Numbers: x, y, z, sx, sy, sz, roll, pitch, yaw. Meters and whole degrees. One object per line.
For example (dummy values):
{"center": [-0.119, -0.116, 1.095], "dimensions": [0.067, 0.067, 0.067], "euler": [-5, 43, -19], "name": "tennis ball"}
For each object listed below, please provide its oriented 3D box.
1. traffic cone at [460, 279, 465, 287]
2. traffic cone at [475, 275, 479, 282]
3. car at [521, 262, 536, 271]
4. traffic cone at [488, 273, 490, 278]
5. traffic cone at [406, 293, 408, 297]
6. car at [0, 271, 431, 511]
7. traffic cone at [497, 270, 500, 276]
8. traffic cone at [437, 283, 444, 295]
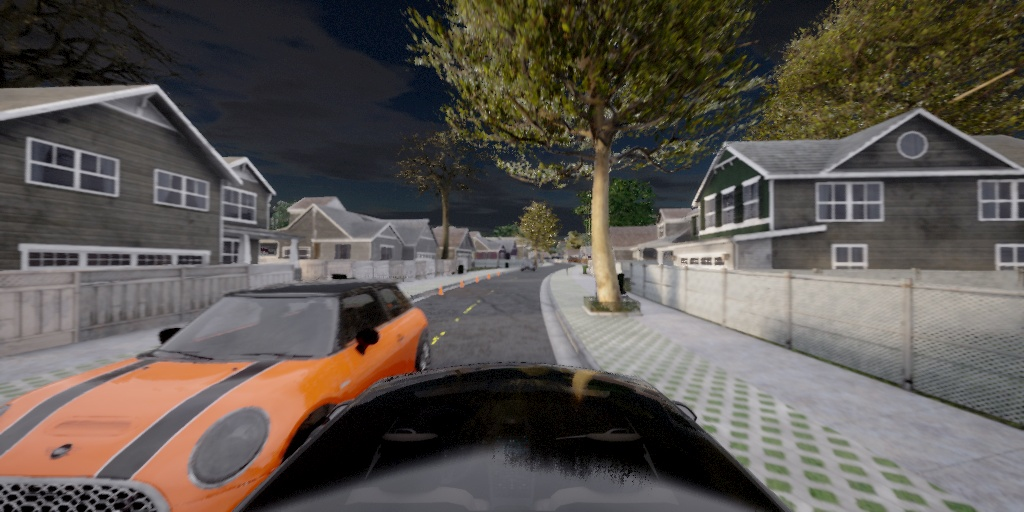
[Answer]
{"center": [-3.357, 1.775, 24.025], "dimensions": [0.340, 0.580, 0.340], "euler": [0, 0, 5], "name": "traffic cone"}
{"center": [-2.830, 1.800, 29.049], "dimensions": [0.340, 0.580, 0.340], "euler": [0, 0, 7], "name": "traffic cone"}
{"center": [2.421, 1.549, 53.071], "dimensions": [1.994, 1.385, 4.181], "euler": [0, 0, 8], "name": "car"}
{"center": [-2.201, 1.827, 34.060], "dimensions": [0.340, 0.580, 0.340], "euler": [0, 0, 8], "name": "traffic cone"}
{"center": [-4.100, 1.732, 13.950], "dimensions": [0.340, 0.580, 0.340], "euler": [0, 0, 3], "name": "traffic cone"}
{"center": [-2.394, 1.101, 3.977], "dimensions": [2.097, 1.767, 4.553], "euler": [0, 0, 1], "name": "car"}
{"center": [-1.468, 1.856, 39.058], "dimensions": [0.340, 0.580, 0.340], "euler": [0, 0, 9], "name": "traffic cone"}
{"center": [-3.780, 1.752, 18.991], "dimensions": [0.340, 0.580, 0.340], "euler": [0, 0, 4], "name": "traffic cone"}
